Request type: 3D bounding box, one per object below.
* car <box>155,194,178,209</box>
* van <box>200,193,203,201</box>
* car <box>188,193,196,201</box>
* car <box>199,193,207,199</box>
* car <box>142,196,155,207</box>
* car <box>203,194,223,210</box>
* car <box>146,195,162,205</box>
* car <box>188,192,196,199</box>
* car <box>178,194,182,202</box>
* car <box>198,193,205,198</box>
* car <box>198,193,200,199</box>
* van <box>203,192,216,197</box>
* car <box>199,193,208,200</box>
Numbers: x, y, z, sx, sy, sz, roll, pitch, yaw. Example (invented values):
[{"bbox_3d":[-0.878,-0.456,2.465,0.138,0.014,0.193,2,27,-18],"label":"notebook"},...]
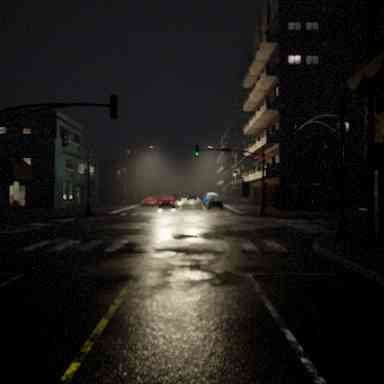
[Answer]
[{"bbox_3d":[-3.080,1.208,41.527,1.882,1.535,5.008,0,0,0],"label":"car"},{"bbox_3d":[2.709,0.973,55.752,1.690,1.788,3.998,1,0,0],"label":"van"},{"bbox_3d":[0.006,1.080,68.496,2.033,1.411,5.357,0,0,0],"label":"car"},{"bbox_3d":[2.709,0.988,83.656,1.947,1.339,4.313,1,0,0],"label":"car"},{"bbox_3d":[-5.676,1.292,44.557,1.802,1.307,4.206,1,0,0],"label":"car"},{"bbox_3d":[2.705,1.299,39.012,2.008,1.369,4.403,1,0,0],"label":"car"},{"bbox_3d":[-5.674,1.216,50.137,1.887,1.381,4.507,1,0,0],"label":"car"},{"bbox_3d":[0.005,0.832,78.919,2.033,1.411,5.357,0,0,0],"label":"car"},{"bbox_3d":[-2.999,1.093,61.941,1.837,1.490,4.892,0,0,0],"label":"car"},{"bbox_3d":[2.711,0.878,94.818,1.887,1.381,4.507,1,0,0],"label":"car"},{"bbox_3d":[2.708,1.074,67.084,1.752,1.417,4.829,1,0,0],"label":"car"},{"bbox_3d":[2.708,1.051,44.590,1.690,1.788,3.998,1,0,0],"label":"van"},{"bbox_3d":[2.708,1.032,78.076,1.947,1.339,4.313,1,0,0],"label":"car"}]
